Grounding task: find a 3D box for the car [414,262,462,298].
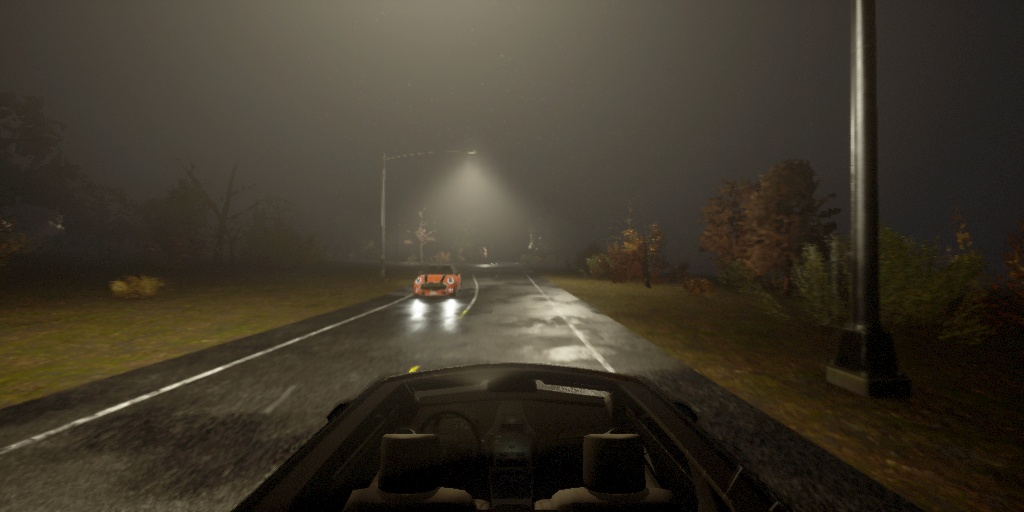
[{"bbox_3d":[-3.922,1.225,19.538,2.097,1.767,4.553,0,0,-3],"label":"car"}]
